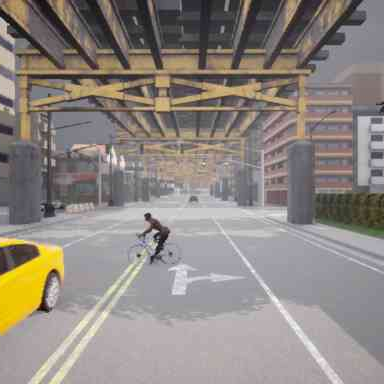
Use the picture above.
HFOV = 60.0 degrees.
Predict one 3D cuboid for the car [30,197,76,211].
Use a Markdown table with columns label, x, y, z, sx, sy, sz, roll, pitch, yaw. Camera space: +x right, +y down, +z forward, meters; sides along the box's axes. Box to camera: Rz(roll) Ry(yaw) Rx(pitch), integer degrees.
| label | x | y | z | sx | sy | sz | roll | pitch | yaw |
| --- | --- | --- | --- | --- | --- | --- | --- | --- | --- |
| car | -16.569 | 1.453 | 39.840 | 4.974 | 1.542 | 2.038 | 0 | 0 | -20 |

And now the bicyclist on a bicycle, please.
| label | x | y | z | sx | sy | sz | roll | pitch | yaw |
| --- | --- | --- | --- | --- | --- | --- | --- | --- | --- |
| bicyclist on a bicycle | -1.163 | 1.455 | 10.156 | 1.656 | 1.620 | 0.582 | -2 | 0 | 0 |

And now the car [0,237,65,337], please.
| label | x | y | z | sx | sy | sz | roll | pitch | yaw |
| --- | --- | --- | --- | --- | --- | --- | --- | --- | --- |
| car | -3.576 | 1.477 | 4.887 | 1.882 | 1.535 | 5.008 | 0 | 0 | 0 |

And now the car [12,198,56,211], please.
| label | x | y | z | sx | sy | sz | roll | pitch | yaw |
| --- | --- | --- | --- | --- | --- | --- | --- | --- | --- |
| car | -16.963 | 1.295 | 35.705 | 4.536 | 1.218 | 1.853 | 0 | 0 | 25 |

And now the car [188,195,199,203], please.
| label | x | y | z | sx | sy | sz | roll | pitch | yaw |
| --- | --- | --- | --- | --- | --- | --- | --- | --- | --- |
| car | 0.347 | 1.489 | 71.231 | 1.837 | 1.490 | 4.892 | 0 | 0 | 0 |

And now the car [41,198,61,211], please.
| label | x | y | z | sx | sy | sz | roll | pitch | yaw |
| --- | --- | --- | --- | --- | --- | --- | --- | --- | --- |
| car | -16.916 | 1.453 | 35.683 | 4.974 | 1.542 | 2.038 | 0 | 0 | 25 |

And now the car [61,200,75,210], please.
| label | x | y | z | sx | sy | sz | roll | pitch | yaw |
| --- | --- | --- | --- | --- | --- | --- | --- | --- | --- |
| car | -16.617 | 1.295 | 39.823 | 4.536 | 1.218 | 1.853 | 0 | 0 | -20 |
